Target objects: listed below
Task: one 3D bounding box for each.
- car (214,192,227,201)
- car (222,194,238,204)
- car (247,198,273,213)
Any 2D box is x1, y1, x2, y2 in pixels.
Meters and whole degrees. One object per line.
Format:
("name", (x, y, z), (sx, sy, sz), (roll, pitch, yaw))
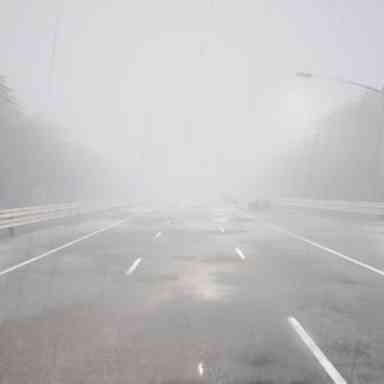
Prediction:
("car", (7.081, 1.112, 77.447), (2.150, 2.045, 5.566), (0, 0, 0))
("car", (7.018, 1.449, 59.739), (1.994, 1.385, 4.181), (0, 0, 0))
("car", (7.510, 1.430, 36.952), (2.128, 1.511, 4.902), (0, 0, -5))
